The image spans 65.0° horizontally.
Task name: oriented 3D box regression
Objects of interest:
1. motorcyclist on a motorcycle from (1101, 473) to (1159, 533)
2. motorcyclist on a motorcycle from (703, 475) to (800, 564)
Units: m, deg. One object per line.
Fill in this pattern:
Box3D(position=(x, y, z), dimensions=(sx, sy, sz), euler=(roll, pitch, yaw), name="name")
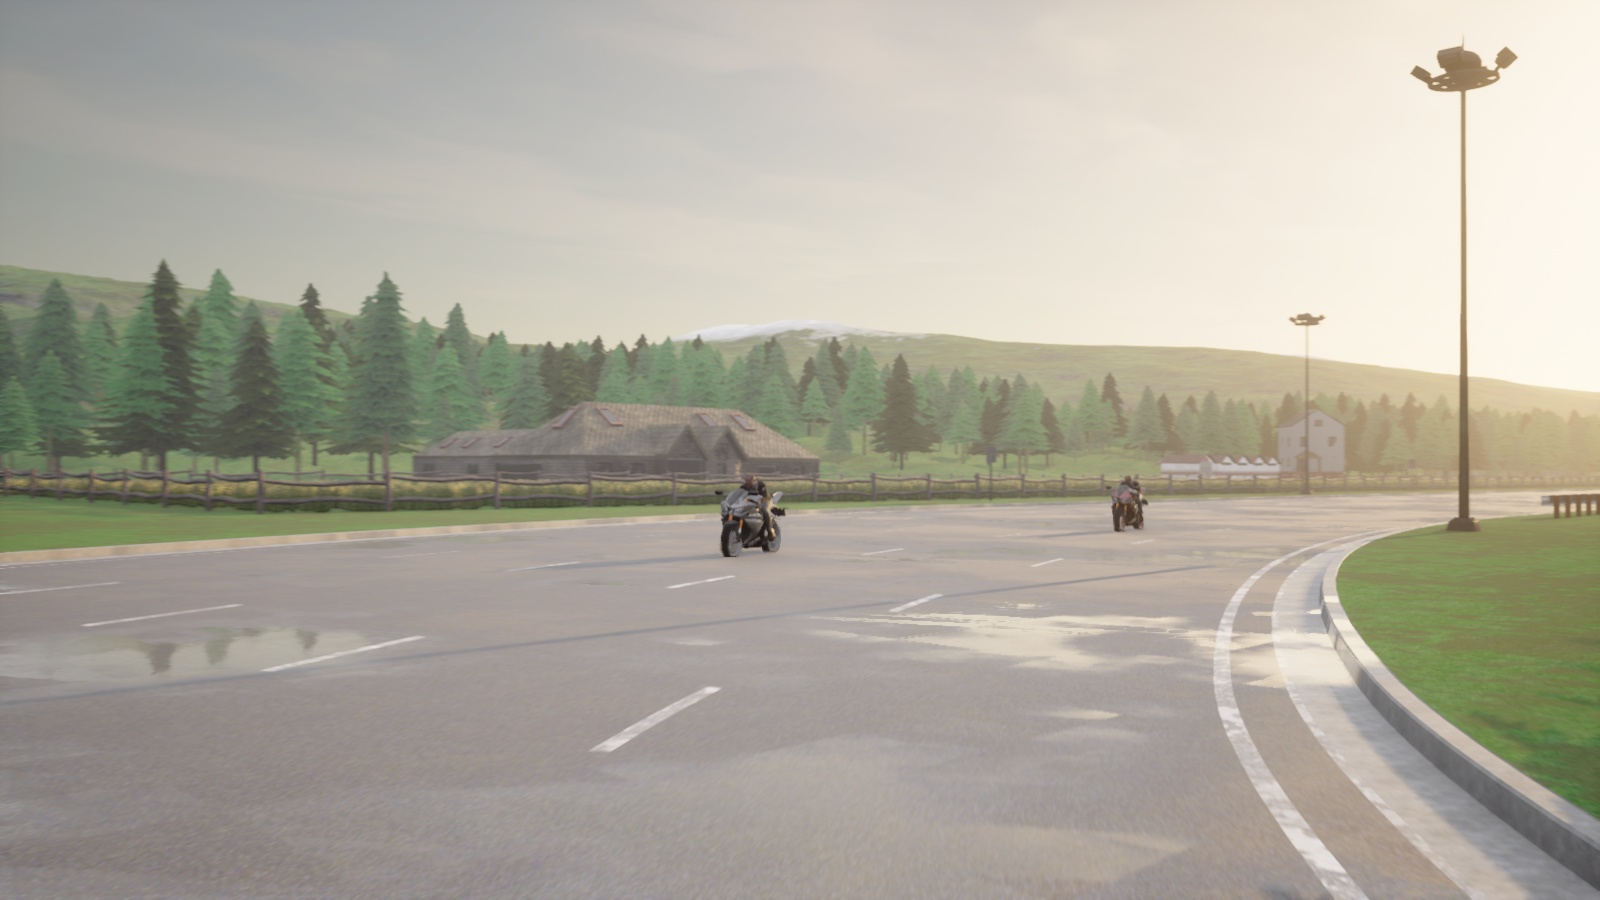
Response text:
Box3D(position=(8.735, 1.369, 33.185), dimensions=(0.866, 1.530, 2.191), euler=(0, -1, 33), name="motorcyclist on a motorcycle")
Box3D(position=(-0.858, 1.220, 22.948), dimensions=(0.866, 1.530, 2.191), euler=(0, -1, 25), name="motorcyclist on a motorcycle")
